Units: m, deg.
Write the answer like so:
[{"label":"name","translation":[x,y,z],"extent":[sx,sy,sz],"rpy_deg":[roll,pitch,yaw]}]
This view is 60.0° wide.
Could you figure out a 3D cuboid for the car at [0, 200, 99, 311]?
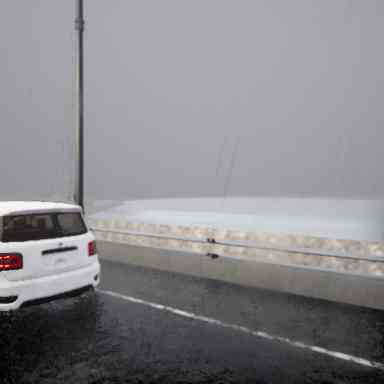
[{"label":"car","translation":[-4.378,1.197,7.145],"extent":[5.566,2.045,2.150],"rpy_deg":[1,0,36]}]
